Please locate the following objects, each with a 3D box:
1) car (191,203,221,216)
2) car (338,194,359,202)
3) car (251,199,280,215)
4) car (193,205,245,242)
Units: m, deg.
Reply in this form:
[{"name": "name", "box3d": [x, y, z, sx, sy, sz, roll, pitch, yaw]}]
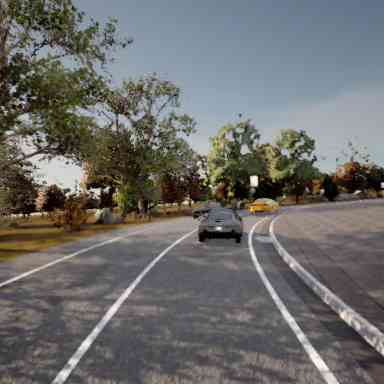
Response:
[{"name": "car", "box3d": [1.559, 1.673, 28.913, 1.895, 1.301, 4.718, -2, -1, 22]}, {"name": "car", "box3d": [28.325, 1.033, 60.324, 4.181, 1.385, 1.994, -2, -3, -32]}, {"name": "car", "box3d": [7.356, 1.391, 33.262, 1.882, 1.535, 5.008, -3, -1, 27]}, {"name": "car", "box3d": [1.541, 1.551, 16.436, 1.994, 1.385, 4.181, -1, 0, 11]}]
